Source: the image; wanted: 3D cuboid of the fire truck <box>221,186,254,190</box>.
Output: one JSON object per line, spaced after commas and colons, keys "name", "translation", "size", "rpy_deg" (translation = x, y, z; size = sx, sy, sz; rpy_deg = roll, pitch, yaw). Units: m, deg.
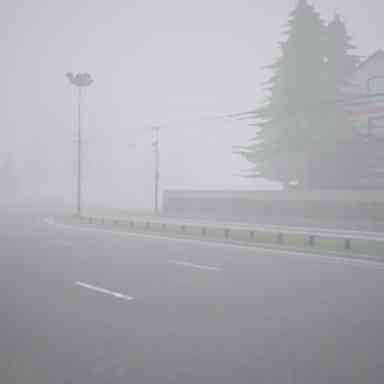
{"name": "fire truck", "translation": [8.891, 0.793, 64.415], "size": [2.891, 3.827, 8.468], "rpy_deg": [0, 0, 38]}
